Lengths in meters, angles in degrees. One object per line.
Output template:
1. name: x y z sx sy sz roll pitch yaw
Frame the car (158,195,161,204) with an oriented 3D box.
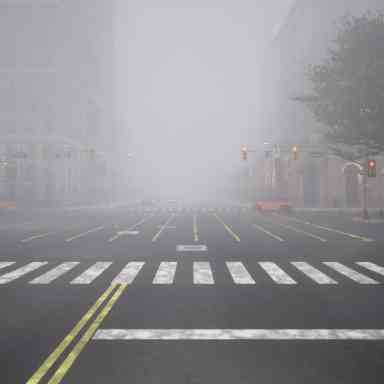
1. car: -7.130 1.478 64.526 1.882 1.535 5.008 0 0 1

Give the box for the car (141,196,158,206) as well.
1. car: -7.183 1.505 55.182 1.837 1.490 4.892 0 0 0

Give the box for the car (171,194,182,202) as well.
1. car: -3.493 1.355 75.053 2.097 1.767 4.553 0 0 0

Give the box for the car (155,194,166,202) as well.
1. car: -6.995 1.355 74.800 2.097 1.767 4.553 0 0 0

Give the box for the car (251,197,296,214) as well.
1. car: 8.590 1.351 35.544 4.553 1.767 2.097 0 0 31

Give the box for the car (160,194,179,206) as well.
1. car: -3.683 1.478 55.423 1.882 1.535 5.008 0 0 0

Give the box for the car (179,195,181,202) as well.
1. car: -3.619 1.601 65.098 1.895 1.301 4.718 0 0 1

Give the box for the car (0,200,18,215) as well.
1. car: -20.015 1.477 33.036 5.008 1.535 1.882 0 0 0
